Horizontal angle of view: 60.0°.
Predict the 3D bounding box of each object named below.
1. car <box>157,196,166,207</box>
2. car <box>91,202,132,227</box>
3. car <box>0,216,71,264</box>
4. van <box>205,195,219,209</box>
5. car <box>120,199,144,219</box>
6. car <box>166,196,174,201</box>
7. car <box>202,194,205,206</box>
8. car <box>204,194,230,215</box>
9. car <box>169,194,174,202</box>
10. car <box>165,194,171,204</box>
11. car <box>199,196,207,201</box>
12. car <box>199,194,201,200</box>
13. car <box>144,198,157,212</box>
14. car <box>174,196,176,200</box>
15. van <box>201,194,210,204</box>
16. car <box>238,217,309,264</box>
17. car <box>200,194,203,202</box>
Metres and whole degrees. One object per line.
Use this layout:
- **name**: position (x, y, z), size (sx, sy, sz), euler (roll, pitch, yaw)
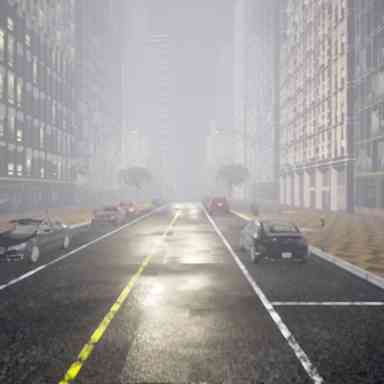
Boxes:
- **car**: position (-5.633, 1.618, 51.456), size (1.947, 1.339, 4.313), euler (-1, 0, 0)
- **car**: position (-5.668, 1.606, 23.037), size (1.802, 1.307, 4.206), euler (-1, 0, 0)
- **car**: position (-5.682, 1.563, 11.670), size (2.008, 1.369, 4.403), euler (-1, 0, 0)
- **van**: position (2.739, 1.389, 45.762), size (1.690, 1.788, 3.998), euler (-1, 0, 0)
- **car**: position (-5.662, 1.470, 28.721), size (1.967, 1.590, 4.097), euler (-1, 0, 0)
- **car**: position (-5.590, 1.663, 85.558), size (1.802, 1.307, 4.206), euler (-1, 0, 0)
- **car**: position (2.732, 1.357, 40.079), size (2.192, 1.841, 5.009), euler (-1, 0, 0)
- **car**: position (2.724, 1.351, 34.395), size (2.192, 1.841, 5.009), euler (-1, 0, 0)
- **car**: position (-5.605, 1.512, 74.190), size (1.967, 1.590, 4.097), euler (-1, 0, 0)
- **car**: position (-5.618, 1.613, 62.823), size (2.008, 1.369, 4.403), euler (-1, 0, 0)
- **car**: position (2.791, 1.633, 85.547), size (2.008, 1.369, 4.403), euler (-1, 0, 0)
- **car**: position (2.761, 1.503, 62.813), size (1.967, 1.590, 4.097), euler (-1, 0, 0)
- **car**: position (-5.647, 1.566, 39.919), size (1.752, 1.417, 4.829), euler (-1, 0, 0)
- **car**: position (-5.599, 1.391, 79.874), size (2.192, 1.841, 5.009), euler (-1, 0, 0)
- **van**: position (2.767, 1.409, 68.496), size (1.690, 1.788, 3.998), euler (-1, 0, 0)
- **car**: position (2.698, 1.564, 11.659), size (2.008, 1.369, 4.403), euler (-1, 0, 0)
- **car**: position (2.747, 1.493, 51.445), size (1.967, 1.590, 4.097), euler (-1, 0, 0)
